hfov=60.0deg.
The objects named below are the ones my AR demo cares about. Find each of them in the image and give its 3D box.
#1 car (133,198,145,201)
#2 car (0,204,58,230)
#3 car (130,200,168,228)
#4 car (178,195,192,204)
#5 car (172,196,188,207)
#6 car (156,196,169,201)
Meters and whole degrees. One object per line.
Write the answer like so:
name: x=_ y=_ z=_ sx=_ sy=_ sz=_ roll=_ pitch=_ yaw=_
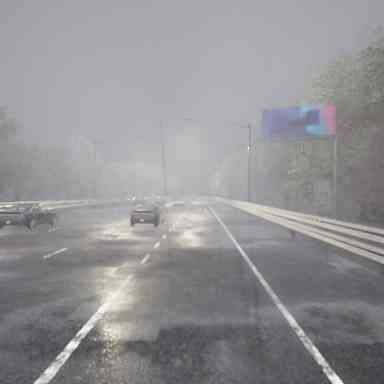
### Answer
car: x=-9.120 y=1.716 z=58.599 sx=2.128 sy=1.511 sz=4.902 roll=1 pitch=0 yaw=1
car: x=-10.097 y=1.501 z=20.815 sx=2.128 sy=1.511 sz=4.902 roll=1 pitch=0 yaw=1
car: x=-3.038 y=1.582 z=23.210 sx=2.128 sy=1.511 sz=4.902 roll=1 pitch=0 yaw=1
car: x=-1.615 y=1.793 z=77.932 sx=2.097 sy=1.767 sz=4.553 roll=1 pitch=0 yaw=1
car: x=-2.124 y=1.892 z=58.311 sx=1.895 sy=1.301 sz=4.718 roll=1 pitch=0 yaw=1
car: x=-5.623 y=1.805 z=58.421 sx=2.033 sy=1.411 sz=5.357 roll=1 pitch=0 yaw=1
